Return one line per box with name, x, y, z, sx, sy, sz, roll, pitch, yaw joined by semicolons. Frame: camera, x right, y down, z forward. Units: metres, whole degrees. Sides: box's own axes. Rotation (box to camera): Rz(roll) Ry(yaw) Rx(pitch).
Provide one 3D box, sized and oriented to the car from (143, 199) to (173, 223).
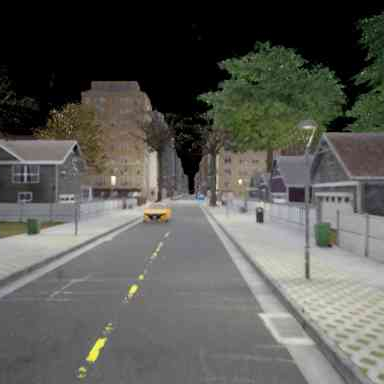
car;-2.740;1.598;26.895;1.882;1.535;5.008;0;-1;0
